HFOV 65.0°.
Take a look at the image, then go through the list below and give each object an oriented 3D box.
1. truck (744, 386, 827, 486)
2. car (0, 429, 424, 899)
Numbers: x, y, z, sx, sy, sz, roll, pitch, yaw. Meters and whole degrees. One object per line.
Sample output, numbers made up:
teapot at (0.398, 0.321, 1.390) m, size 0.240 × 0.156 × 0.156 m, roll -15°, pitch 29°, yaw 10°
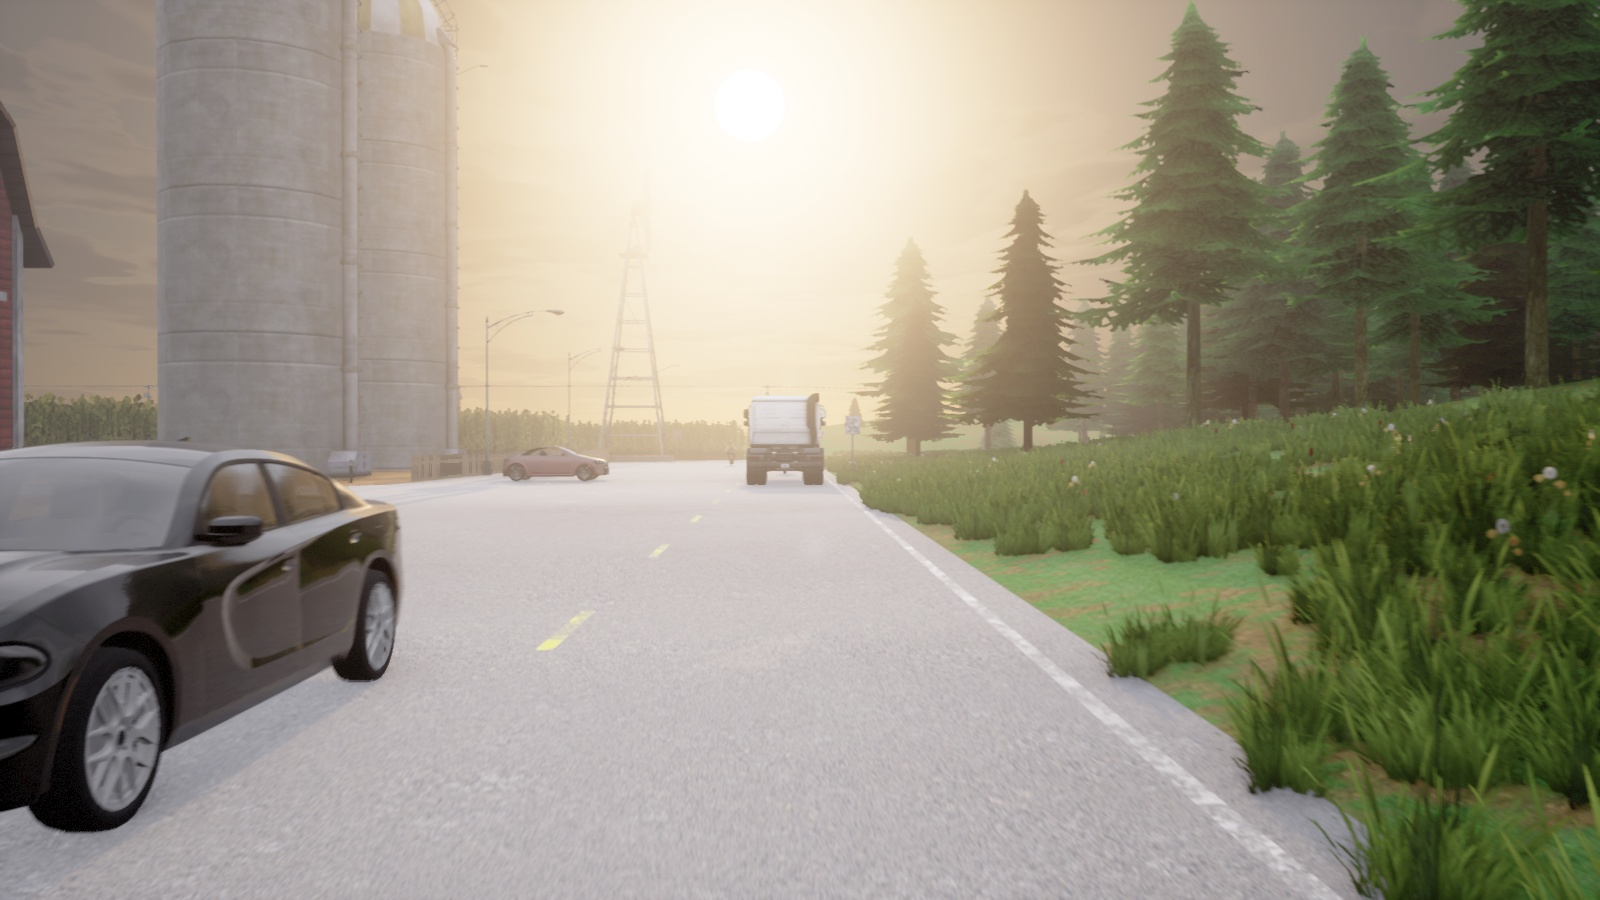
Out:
truck at (-0.539, -0.504, 47.611) m, size 2.891 × 3.462 × 7.936 m, roll 0°, pitch 0°, yaw -1°
car at (-3.564, 0.686, 6.340) m, size 1.882 × 1.535 × 5.008 m, roll 0°, pitch 0°, yaw -1°
